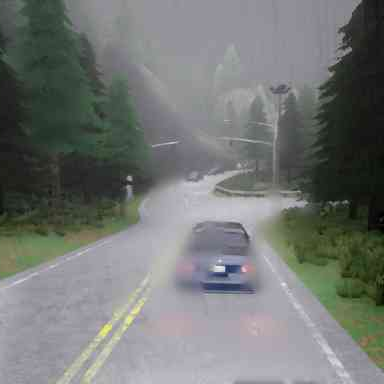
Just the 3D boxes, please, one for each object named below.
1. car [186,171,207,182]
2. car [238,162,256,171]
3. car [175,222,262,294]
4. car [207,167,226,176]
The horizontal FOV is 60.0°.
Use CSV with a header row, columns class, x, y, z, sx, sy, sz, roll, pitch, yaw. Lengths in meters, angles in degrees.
class,x,y,z,sx,sy,sz,roll,pitch,yaw
car,0.540,-2.562,55.072,1.837,1.490,4.892,2,10,19
car,11.842,-5.472,70.996,4.892,1.490,1.837,-9,9,-36
car,0.722,1.499,8.847,2.033,1.411,5.357,0,0,5
car,4.607,-4.043,63.618,2.128,1.511,4.902,4,10,36
